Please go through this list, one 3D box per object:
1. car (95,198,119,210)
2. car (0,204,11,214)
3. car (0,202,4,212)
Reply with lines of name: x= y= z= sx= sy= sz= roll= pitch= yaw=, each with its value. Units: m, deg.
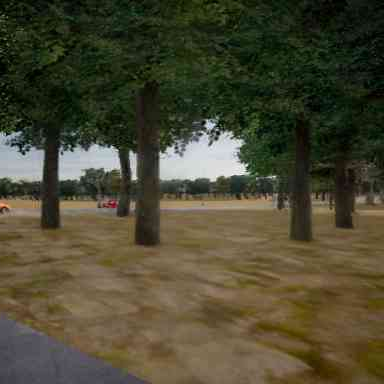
car: x=-14.947 y=2.214 z=60.947 sx=2.150 sy=2.045 sz=5.566 roll=0 pitch=0 yaw=37
car: x=-23.302 y=1.619 z=38.046 sx=2.097 sy=1.767 sz=4.553 roll=0 pitch=-2 yaw=37
car: x=-27.702 y=1.924 z=43.855 sx=1.895 sy=1.301 sz=4.718 roll=0 pitch=-1 yaw=37
